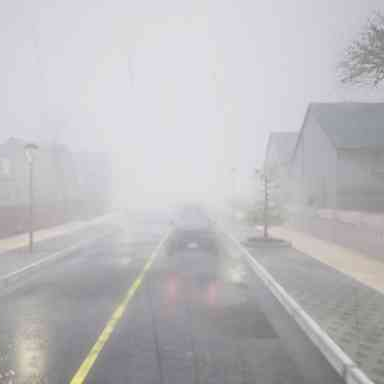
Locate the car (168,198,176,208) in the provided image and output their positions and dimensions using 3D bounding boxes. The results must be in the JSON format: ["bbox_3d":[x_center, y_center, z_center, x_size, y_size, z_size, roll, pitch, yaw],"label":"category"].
[{"bbox_3d":[-2.807,1.788,55.366,2.097,1.767,4.553,0,-1,0],"label":"car"}]

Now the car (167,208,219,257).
[{"bbox_3d":[0.046,1.598,13.233,1.812,1.442,4.674,0,0,0],"label":"car"}]

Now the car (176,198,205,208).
[{"bbox_3d":[0.037,1.520,27.446,2.097,1.767,4.553,0,0,0],"label":"car"}]
